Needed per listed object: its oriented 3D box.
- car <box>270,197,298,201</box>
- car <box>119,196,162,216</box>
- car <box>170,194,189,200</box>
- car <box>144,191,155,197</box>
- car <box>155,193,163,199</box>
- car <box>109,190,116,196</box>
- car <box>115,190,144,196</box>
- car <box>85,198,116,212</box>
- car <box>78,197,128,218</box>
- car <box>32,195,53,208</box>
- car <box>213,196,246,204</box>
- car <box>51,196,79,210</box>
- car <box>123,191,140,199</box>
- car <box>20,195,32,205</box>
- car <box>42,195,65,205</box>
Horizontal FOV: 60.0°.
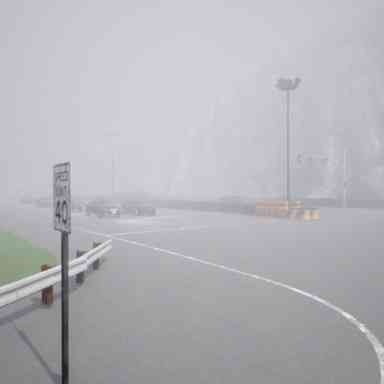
[{"bbox_3d":[13.270,1.395,48.322,1.812,1.442,4.674,0,0,-38],"label":"car"},{"bbox_3d":[-5.229,1.430,31.898,1.837,1.490,4.892,0,0,-38],"label":"car"},{"bbox_3d":[-2.557,1.141,68.518,2.128,1.511,4.902,0,1,-38],"label":"car"},{"bbox_3d":[-10.379,0.831,67.162,2.150,2.045,5.566,0,1,-38],"label":"car"},{"bbox_3d":[-7.921,0.951,69.536,2.097,1.767,4.553,0,1,-38],"label":"car"},{"bbox_3d":[-16.870,0.661,75.295,2.150,2.045,5.566,0,1,-38],"label":"car"},{"bbox_3d":[-11.964,0.869,63.506,2.150,2.045,5.566,0,1,-38],"label":"car"},{"bbox_3d":[-10.708,1.449,38.857,1.994,1.385,4.181,0,0,-38],"label":"car"},{"bbox_3d":[-8.044,1.424,29.816,2.128,1.511,4.902,0,0,-38],"label":"car"},{"bbox_3d":[-19.485,1.318,44.406,1.837,1.490,4.892,0,1,-38],"label":"car"},{"bbox_3d":[4.643,1.238,42.303,2.097,1.767,4.553,0,0,-38],"label":"car"},{"bbox_3d":[-13.770,1.491,37.093,1.895,1.301,4.718,0,0,-38],"label":"car"},{"bbox_3d":[-14.086,0.741,77.416,2.097,1.767,4.553,0,1,-38],"label":"car"},{"bbox_3d":[-25.715,1.213,52.424,1.812,1.442,4.674,0,1,-37],"label":"car"},{"bbox_3d":[-22.497,1.237,53.983,2.033,1.411,5.357,0,1,-38],"label":"car"}]
